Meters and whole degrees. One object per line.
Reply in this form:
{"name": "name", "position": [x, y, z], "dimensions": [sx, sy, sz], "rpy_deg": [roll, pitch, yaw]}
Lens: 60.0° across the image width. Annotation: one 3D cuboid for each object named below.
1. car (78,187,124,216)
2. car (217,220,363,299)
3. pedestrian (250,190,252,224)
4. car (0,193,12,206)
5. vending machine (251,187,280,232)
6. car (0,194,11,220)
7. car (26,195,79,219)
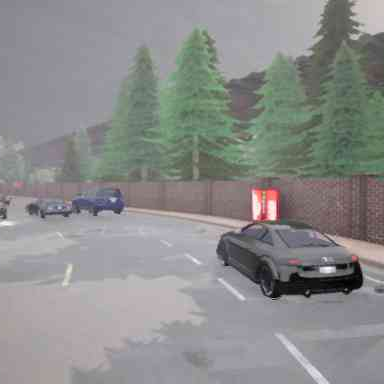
{"name": "car", "position": [-7.212, 0.671, 25.369], "dimensions": [2.150, 2.045, 5.566], "rpy_deg": [-1, 2, -39]}
{"name": "car", "position": [2.071, 1.381, 8.158], "dimensions": [1.994, 1.385, 4.181], "rpy_deg": [0, 1, -13]}
{"name": "pedestrian", "position": [3.180, 0.759, 17.237], "dimensions": [0.375, 1.860, 0.375], "rpy_deg": [-1, 1, -26]}
{"name": "car", "position": [-21.643, 0.814, 36.852], "dimensions": [1.895, 1.301, 4.718], "rpy_deg": [-1, 2, -41]}
{"name": "vending machine", "position": [3.596, 0.832, 16.363], "dimensions": [1.100, 2.100, 0.880], "rpy_deg": [-1, 1, -25]}
{"name": "car", "position": [-13.553, 1.036, 21.908], "dimensions": [1.837, 1.490, 4.892], "rpy_deg": [-1, 2, -41]}
{"name": "car", "position": [-10.161, 1.041, 23.478], "dimensions": [2.033, 1.411, 5.357], "rpy_deg": [-1, 2, -39]}
